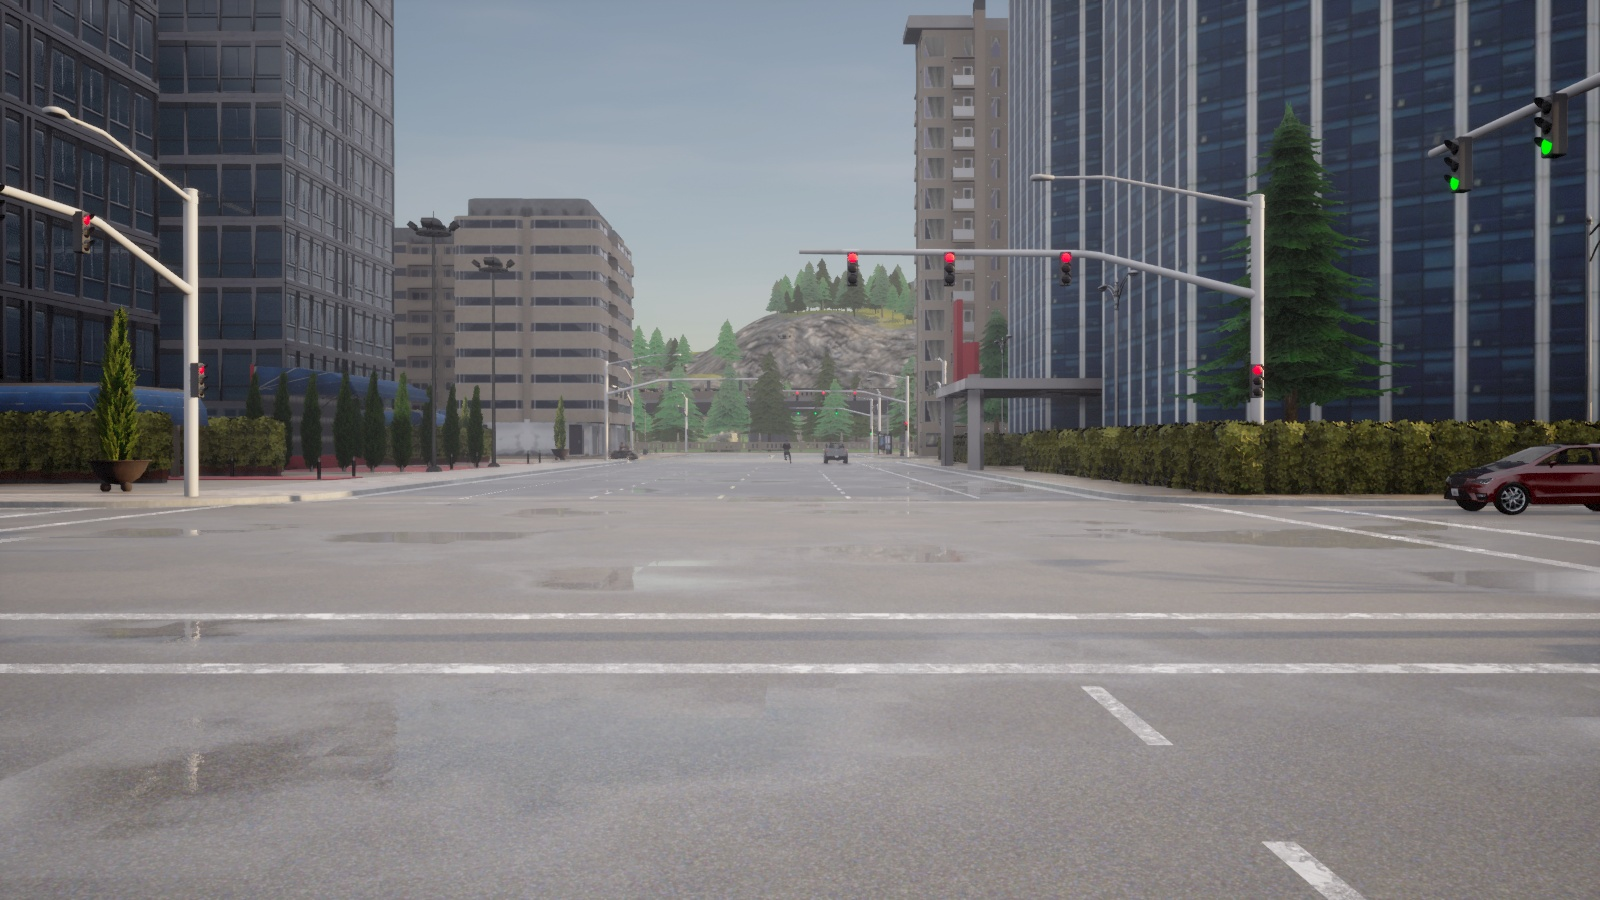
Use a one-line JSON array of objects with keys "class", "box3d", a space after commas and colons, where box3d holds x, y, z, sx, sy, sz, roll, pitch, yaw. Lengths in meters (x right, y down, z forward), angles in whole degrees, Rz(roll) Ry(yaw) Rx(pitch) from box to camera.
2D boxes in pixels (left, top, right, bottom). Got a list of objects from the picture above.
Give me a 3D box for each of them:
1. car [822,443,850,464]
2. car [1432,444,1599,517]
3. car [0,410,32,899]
[{"class": "car", "box3d": [2.553, 0.252, 90.334, 1.845, 1.501, 3.633, 0, 0, -1]}, {"class": "car", "box3d": [15.923, 0.623, 26.546, 4.193, 1.474, 1.816, 0, 0, 0]}, {"class": "car", "box3d": [-3.478, 0.674, 1.520, 1.801, 1.575, 5.366, 0, 0, 0]}]
